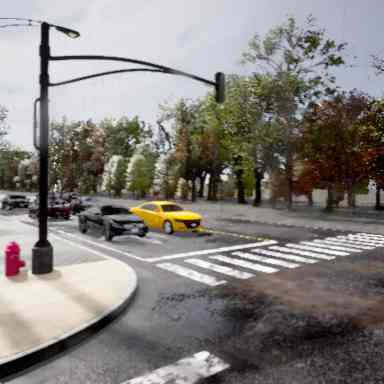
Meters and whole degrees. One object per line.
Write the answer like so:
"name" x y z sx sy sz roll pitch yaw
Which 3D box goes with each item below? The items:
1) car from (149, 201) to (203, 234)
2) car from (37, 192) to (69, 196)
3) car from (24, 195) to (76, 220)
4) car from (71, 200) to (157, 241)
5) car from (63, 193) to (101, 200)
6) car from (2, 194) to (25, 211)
"car" -1.472 1.269 17.937 1.882 1.535 5.008 0 1 -39
"car" -14.722 0.979 34.304 2.033 1.411 5.357 0 1 -39
"car" -10.108 1.172 23.438 1.994 1.385 4.181 0 1 -39
"car" -3.827 1.303 15.679 1.812 1.442 4.674 0 1 -39
"car" -8.027 1.106 26.029 2.128 1.511 4.902 0 1 -39
"car" -16.630 0.934 31.498 1.837 1.490 4.892 0 1 -39
